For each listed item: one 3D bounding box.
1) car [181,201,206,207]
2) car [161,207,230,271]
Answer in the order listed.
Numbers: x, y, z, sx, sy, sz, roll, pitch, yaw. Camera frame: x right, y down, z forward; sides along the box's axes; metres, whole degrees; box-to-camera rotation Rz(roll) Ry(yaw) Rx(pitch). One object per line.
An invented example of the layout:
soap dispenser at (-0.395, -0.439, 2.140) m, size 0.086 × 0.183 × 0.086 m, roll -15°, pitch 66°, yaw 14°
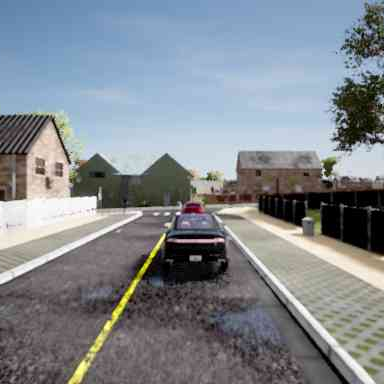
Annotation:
car at (0.095, 1.412, 25.524) m, size 1.812 × 1.442 × 4.674 m, roll 0°, pitch 0°, yaw 0°
car at (0.097, 1.440, 10.751) m, size 2.128 × 1.511 × 4.902 m, roll 0°, pitch 0°, yaw 0°
